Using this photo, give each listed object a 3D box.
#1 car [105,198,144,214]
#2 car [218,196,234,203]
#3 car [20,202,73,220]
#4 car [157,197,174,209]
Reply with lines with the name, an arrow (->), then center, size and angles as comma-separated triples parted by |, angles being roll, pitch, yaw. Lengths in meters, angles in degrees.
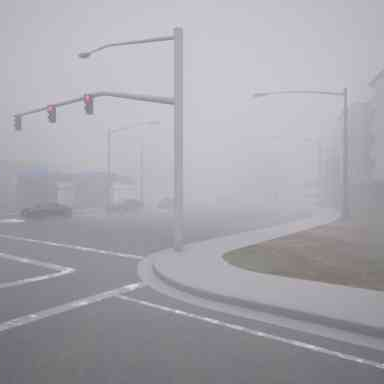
car -> -7.239, 1.478, 36.058 | 1.882, 1.535, 5.008 | 0, 0, 30
car -> 7.097, 1.489, 69.358 | 2.128, 1.511, 4.902 | 0, 0, -18
car -> -12.411, 1.564, 28.572 | 1.994, 1.385, 4.181 | 0, 0, 36
car -> -3.198, 1.505, 45.314 | 1.837, 1.490, 4.892 | 0, 0, 15
